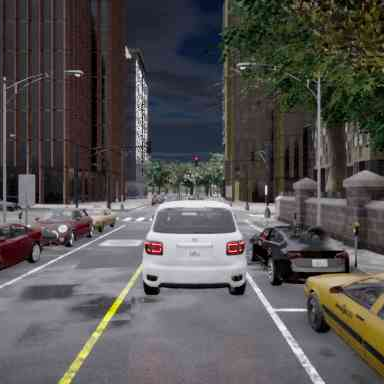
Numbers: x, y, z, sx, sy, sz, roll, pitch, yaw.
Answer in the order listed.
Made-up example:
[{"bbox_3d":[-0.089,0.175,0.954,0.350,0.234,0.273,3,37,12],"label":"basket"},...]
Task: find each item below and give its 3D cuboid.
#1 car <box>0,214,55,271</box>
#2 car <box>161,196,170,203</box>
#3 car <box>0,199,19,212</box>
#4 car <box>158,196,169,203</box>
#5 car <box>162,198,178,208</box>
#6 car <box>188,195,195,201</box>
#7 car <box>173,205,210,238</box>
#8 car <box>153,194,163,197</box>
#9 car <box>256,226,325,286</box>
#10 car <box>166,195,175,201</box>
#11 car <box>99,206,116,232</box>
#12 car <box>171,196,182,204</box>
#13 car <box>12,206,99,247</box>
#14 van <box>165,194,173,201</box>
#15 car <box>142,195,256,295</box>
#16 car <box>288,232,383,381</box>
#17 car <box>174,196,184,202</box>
[{"bbox_3d":[-5.771,1.545,9.237,1.887,1.381,4.507,0,0,0],"label":"car"},{"bbox_3d":[-5.816,1.549,73.701,1.752,1.417,4.829,0,0,0],"label":"car"},{"bbox_3d":[-19.194,1.203,31.543,5.357,1.411,2.033,1,0,-5],"label":"car"},{"bbox_3d":[-5.812,1.602,68.434,1.802,1.307,4.206,0,0,0],"label":"car"},{"bbox_3d":[-3.130,1.574,48.122,1.994,1.385,4.181,0,0,0],"label":"car"},{"bbox_3d":[-0.063,1.534,88.597,1.837,1.490,4.892,0,0,0],"label":"car"},{"bbox_3d":[0.010,1.527,18.480,1.812,1.442,4.674,0,0,0],"label":"car"},{"bbox_3d":[-5.805,1.329,57.559,2.192,1.841,5.009,0,0,0],"label":"car"},{"bbox_3d":[2.754,1.566,9.245,1.947,1.339,4.313,0,0,0],"label":"car"},{"bbox_3d":[-5.827,1.586,90.184,2.008,1.369,4.403,0,0,0],"label":"car"},{"bbox_3d":[-5.778,1.527,19.981,1.752,1.417,4.829,0,0,0],"label":"car"},{"bbox_3d":[-3.069,1.584,66.991,1.994,1.385,4.181,0,0,1],"label":"car"},{"bbox_3d":[-5.775,1.441,14.694,1.967,1.590,4.097,0,0,0],"label":"car"},{"bbox_3d":[-5.824,1.372,84.747,1.690,1.788,3.998,0,0,0],"label":"van"},{"bbox_3d":[0.060,1.222,8.835,2.150,2.045,5.566,0,0,0],"label":"car"},{"bbox_3d":[2.758,1.525,3.958,1.752,1.417,4.829,0,0,0],"label":"car"},{"bbox_3d":[-3.055,1.559,77.331,2.033,1.411,5.357,0,0,0],"label":"car"}]
